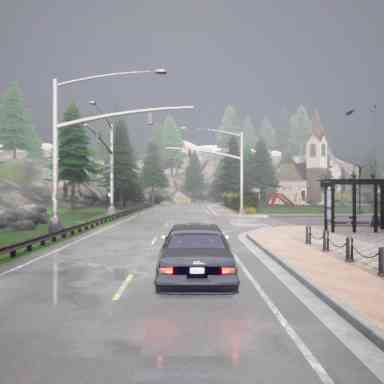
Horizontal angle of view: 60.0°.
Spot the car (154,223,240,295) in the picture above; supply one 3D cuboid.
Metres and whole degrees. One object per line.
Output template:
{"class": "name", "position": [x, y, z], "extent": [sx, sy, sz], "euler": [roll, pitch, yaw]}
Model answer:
{"class": "car", "position": [0.096, 1.547, 8.855], "extent": [2.033, 1.411, 5.357], "euler": [0, 0, 0]}
